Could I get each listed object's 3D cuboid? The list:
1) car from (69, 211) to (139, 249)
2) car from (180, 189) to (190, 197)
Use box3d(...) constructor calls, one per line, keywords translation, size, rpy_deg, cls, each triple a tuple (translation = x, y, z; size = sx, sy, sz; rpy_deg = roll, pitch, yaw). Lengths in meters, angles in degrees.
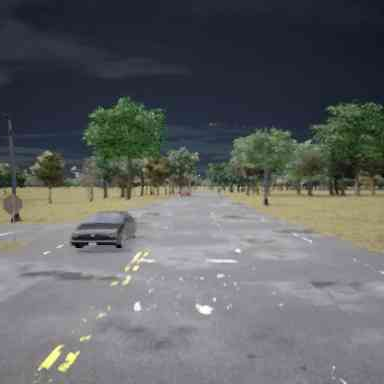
box3d(translation=(-3.556, 1.527, 14.532), size=(2.033, 1.411, 5.357), rpy_deg=(0, -1, 0), cls="car")
box3d(translation=(-1.677, 0.226, 81.345), size=(2.150, 2.045, 5.566), rpy_deg=(0, 1, 3), cls="car")
